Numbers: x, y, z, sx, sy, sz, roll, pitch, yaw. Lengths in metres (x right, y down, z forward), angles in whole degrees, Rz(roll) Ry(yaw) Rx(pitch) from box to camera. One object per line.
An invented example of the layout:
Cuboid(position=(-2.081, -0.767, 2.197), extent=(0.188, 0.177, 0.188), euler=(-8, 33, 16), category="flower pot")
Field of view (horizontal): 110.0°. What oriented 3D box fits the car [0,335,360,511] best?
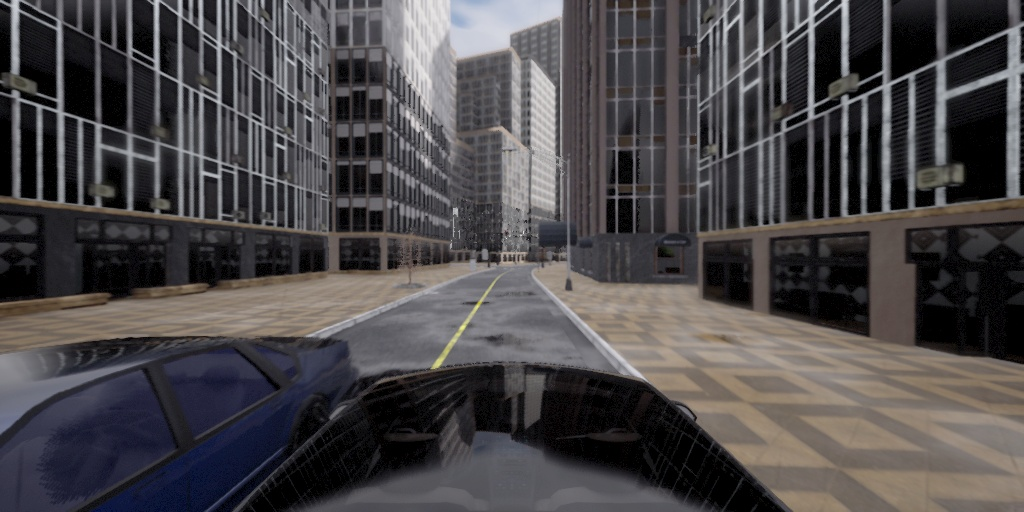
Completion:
Cuboid(position=(-2.749, 1.298, 2.006), extent=(2.033, 1.411, 5.357), euler=(0, 0, 0), category="car")
